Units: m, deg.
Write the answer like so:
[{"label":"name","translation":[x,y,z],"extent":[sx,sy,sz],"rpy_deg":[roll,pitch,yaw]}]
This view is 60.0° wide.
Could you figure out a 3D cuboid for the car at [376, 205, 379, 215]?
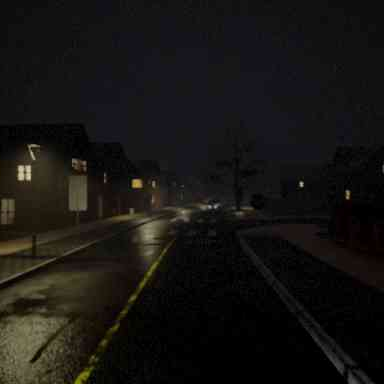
[{"label":"car","translation":[13.899,1.461,22.429],"extent":[5.357,1.411,2.033],"rpy_deg":[-1,0,15]}]

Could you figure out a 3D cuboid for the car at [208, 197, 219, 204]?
[{"label":"car","translation":[4.742,1.803,71.461],"extent":[2.033,1.411,5.357],"rpy_deg":[0,-1,11]}]
